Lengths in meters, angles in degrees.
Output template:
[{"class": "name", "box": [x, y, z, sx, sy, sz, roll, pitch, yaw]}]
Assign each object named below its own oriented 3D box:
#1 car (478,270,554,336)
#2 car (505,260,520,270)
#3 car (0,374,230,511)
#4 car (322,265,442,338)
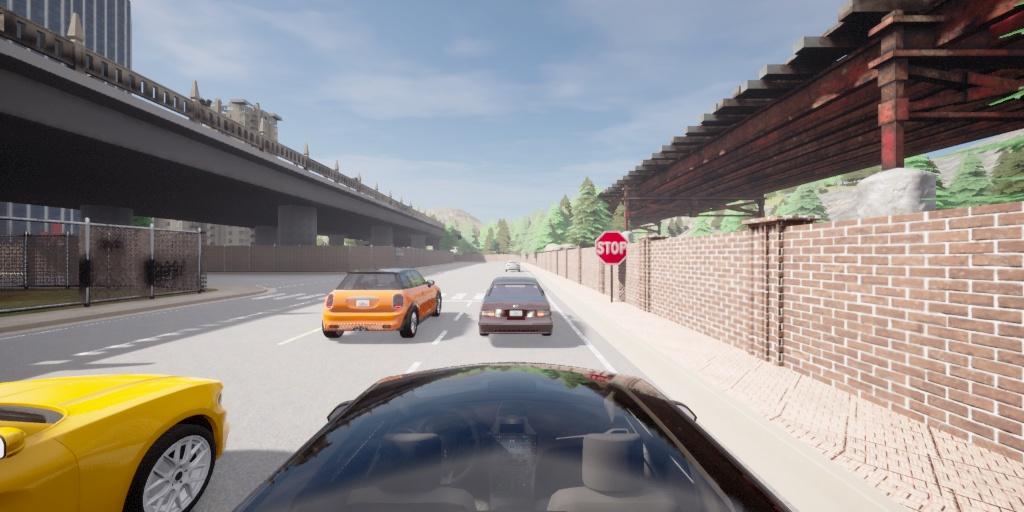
[{"class": "car", "box": [0.088, 1.297, 10.345, 2.033, 1.411, 5.357, 0, 0, 0]}, {"class": "car", "box": [0.111, 1.276, 46.226, 1.812, 1.442, 4.674, 0, 0, -1]}, {"class": "car", "box": [-3.397, 1.228, 1.069, 1.882, 1.535, 5.008, 0, 0, 0]}, {"class": "car", "box": [-3.414, 1.102, 10.326, 2.097, 1.767, 4.553, 0, 0, 0]}]
